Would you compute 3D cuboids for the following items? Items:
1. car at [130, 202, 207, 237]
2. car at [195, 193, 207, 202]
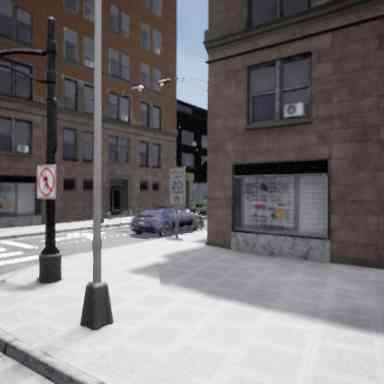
[{"bbox_3d":[-1.169,1.401,17.136,1.994,1.385,4.181,0,1,36],"label":"car"},{"bbox_3d":[2.066,0.983,26.041,2.150,2.045,5.566,0,1,36],"label":"car"}]
